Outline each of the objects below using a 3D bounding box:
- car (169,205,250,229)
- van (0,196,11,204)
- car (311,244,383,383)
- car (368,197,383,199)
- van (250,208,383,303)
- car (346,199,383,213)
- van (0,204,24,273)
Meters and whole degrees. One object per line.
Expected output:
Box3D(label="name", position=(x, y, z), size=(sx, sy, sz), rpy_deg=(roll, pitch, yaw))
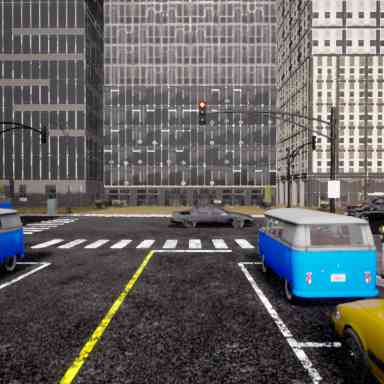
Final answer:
Box3D(label="car", position=(1.230, 1.579, 21.574), size=(5.357, 1.411, 2.033), rpy_deg=(0, 1, 0))
Box3D(label="van", position=(-17.138, 1.201, 27.486), size=(3.998, 1.788, 1.690), rpy_deg=(0, 1, 0))
Box3D(label="car", position=(2.682, 1.525, 2.521), size=(1.752, 1.417, 4.829), rpy_deg=(-1, 0, 0))
Box3D(label="car", position=(15.252, 1.339, 27.278), size=(5.009, 1.841, 2.192), rpy_deg=(0, 1, 0))
Box3D(label="van", position=(2.682, 1.339, 7.953), size=(1.690, 1.788, 3.998), rpy_deg=(-1, 0, 0))
Box3D(label="car", position=(13.824, 1.544, 24.688), size=(4.902, 1.511, 2.128), rpy_deg=(0, 1, 0))
Box3D(label="van", position=(-5.699, 1.339, 7.986), size=(1.690, 1.788, 3.998), rpy_deg=(-1, 0, 0))
